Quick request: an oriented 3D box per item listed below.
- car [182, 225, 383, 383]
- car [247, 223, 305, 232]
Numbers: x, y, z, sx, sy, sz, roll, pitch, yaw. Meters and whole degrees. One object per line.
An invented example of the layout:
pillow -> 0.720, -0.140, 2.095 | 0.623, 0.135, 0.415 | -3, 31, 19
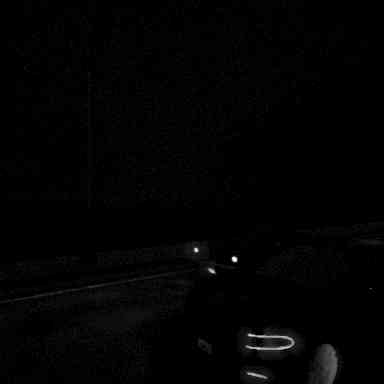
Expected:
car -> 2.174, 1.471, 5.239 | 5.008, 1.535, 1.882 | 0, 0, -36
car -> 2.282, 1.590, 9.308 | 4.718, 1.301, 1.895 | 0, 0, -36
